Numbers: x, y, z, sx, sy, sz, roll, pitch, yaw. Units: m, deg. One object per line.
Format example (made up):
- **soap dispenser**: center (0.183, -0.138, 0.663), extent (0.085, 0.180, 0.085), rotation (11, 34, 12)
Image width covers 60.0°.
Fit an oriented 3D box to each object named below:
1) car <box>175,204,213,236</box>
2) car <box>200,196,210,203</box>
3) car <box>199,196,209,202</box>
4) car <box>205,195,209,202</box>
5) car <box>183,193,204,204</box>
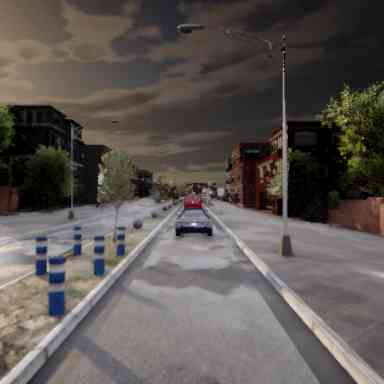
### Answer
- **car**: center (0.104, 1.587, 18.668), extent (1.994, 1.385, 4.181), rotation (0, 0, 0)
- **car**: center (3.011, 1.673, 78.937), extent (2.231, 1.521, 4.892), rotation (0, 0, 0)
- **car**: center (3.012, 1.710, 84.495), extent (2.163, 1.488, 4.792), rotation (0, 0, 0)
- **car**: center (3.010, 1.663, 73.289), extent (2.231, 1.521, 4.892), rotation (0, 0, 0)
- **car**: center (0.108, 1.310, 42.258), extent (2.150, 2.045, 5.566), rotation (0, 0, 0)
